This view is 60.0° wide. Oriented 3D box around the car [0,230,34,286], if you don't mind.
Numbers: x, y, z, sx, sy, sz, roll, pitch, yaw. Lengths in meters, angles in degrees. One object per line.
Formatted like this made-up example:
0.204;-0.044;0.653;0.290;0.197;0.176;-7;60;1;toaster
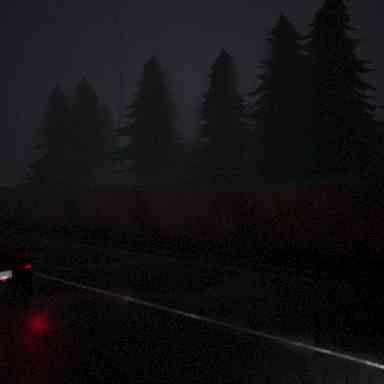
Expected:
-5.633;1.507;8.007;4.674;1.442;1.812;0;0;36;car
